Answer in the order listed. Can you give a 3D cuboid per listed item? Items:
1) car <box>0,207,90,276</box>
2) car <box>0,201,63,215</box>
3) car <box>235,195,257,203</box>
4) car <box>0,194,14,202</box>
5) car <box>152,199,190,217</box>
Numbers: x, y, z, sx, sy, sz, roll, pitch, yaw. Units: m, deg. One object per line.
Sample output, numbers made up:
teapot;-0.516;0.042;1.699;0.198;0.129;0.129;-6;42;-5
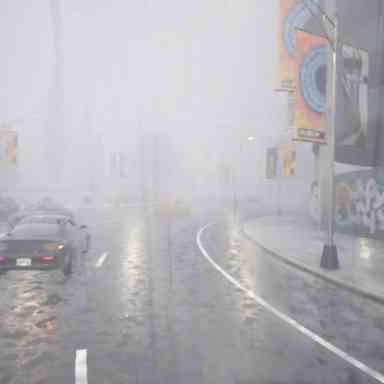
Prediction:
car;-4.180;1.394;9.761;1.812;1.442;4.674;1;0;-10
car;-8.137;1.310;18.233;1.994;1.385;4.181;1;0;5
car;8.948;1.278;53.230;4.674;1.442;1.812;1;0;-32
car;-11.584;1.004;18.429;2.097;1.767;4.553;2;0;5
car;-1.741;1.374;29.771;1.882;1.535;5.008;1;0;21
